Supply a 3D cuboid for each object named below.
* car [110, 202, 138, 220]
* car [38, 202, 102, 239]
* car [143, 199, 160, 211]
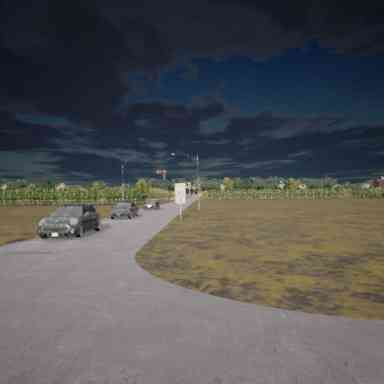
[{"bbox_3d":[-6.236,1.702,30.944,1.837,1.490,4.892,-2,1,2],"label":"car"},{"bbox_3d":[-6.627,1.502,18.445,2.097,1.767,4.553,-2,0,2],"label":"car"},{"bbox_3d":[-5.690,1.783,47.119,2.128,1.511,4.902,-2,0,2],"label":"car"}]
